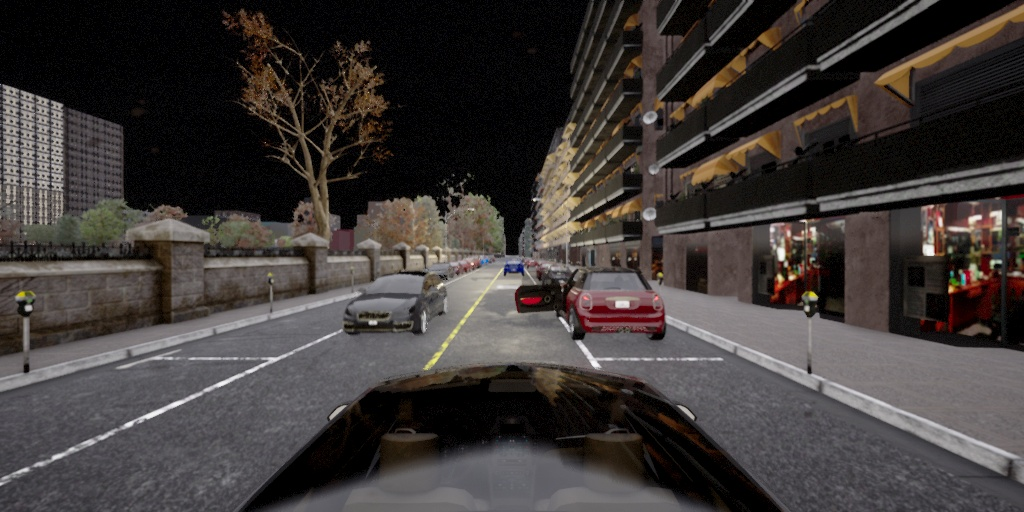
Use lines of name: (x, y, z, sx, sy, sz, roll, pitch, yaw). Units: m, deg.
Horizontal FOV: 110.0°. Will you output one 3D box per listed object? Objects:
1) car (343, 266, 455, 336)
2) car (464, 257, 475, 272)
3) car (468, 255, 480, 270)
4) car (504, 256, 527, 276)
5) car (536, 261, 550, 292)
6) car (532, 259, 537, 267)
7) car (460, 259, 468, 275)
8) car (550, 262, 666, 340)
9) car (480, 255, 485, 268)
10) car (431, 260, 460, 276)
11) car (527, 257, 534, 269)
car: (-3.064, 1.210, 10.355, 1.837, 1.490, 4.892, 0, 0, 0)
car: (-5.521, 1.100, 39.350, 1.888, 1.381, 4.507, 0, 0, 0)
car: (-5.495, 0.972, 44.978, 1.967, 1.591, 4.097, 0, 0, 0)
car: (0.199, 1.055, 34.618, 1.882, 1.535, 5.008, 0, 1, 1)
car: (2.782, 1.191, 22.423, 2.007, 1.370, 4.403, 0, 0, 0)
car: (2.808, 1.157, 28.053, 1.888, 1.381, 4.507, 0, 0, 0)
car: (-5.547, 1.165, 33.723, 1.802, 1.307, 4.207, 0, 0, 0)
car: (2.423, 1.059, 9.948, 2.097, 1.767, 4.553, 0, 0, 0)
car: (-5.470, 0.826, 50.609, 2.192, 1.841, 5.009, 0, 0, 0)
car: (-5.572, 1.178, 28.092, 1.948, 1.339, 4.313, 0, 0, 0)
car: (2.911, 1.092, 50.570, 1.802, 1.307, 4.207, 0, 0, 0)
